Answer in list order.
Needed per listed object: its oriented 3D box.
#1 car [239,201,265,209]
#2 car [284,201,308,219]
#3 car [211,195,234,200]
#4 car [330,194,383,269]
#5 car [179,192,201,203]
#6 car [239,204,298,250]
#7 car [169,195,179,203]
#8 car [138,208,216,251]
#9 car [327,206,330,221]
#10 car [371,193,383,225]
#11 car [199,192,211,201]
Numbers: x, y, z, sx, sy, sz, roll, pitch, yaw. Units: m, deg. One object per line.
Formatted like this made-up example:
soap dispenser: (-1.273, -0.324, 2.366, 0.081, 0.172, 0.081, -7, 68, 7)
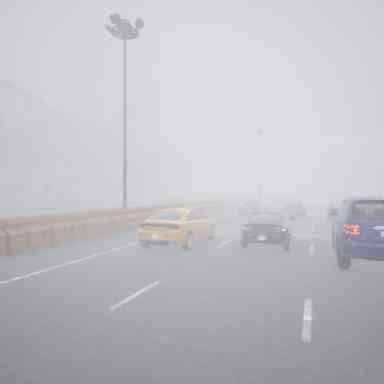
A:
car: (5.534, 1.449, 29.648, 1.994, 1.385, 4.181, 0, 0, 23)
car: (8.761, 1.457, 28.311, 1.994, 1.385, 4.181, 0, 0, 22)
car: (5.439, 1.268, 53.408, 1.882, 1.535, 5.008, 0, 0, 31)
car: (5.766, 1.176, 10.668, 2.150, 2.045, 5.566, 0, -1, 21)
car: (0.593, 0.984, 58.974, 2.150, 2.045, 5.566, 0, 1, 32)
car: (3.315, 1.471, 14.090, 1.812, 1.442, 4.674, 0, 0, 20)
car: (-2.331, 1.232, 60.843, 1.882, 1.535, 5.008, 0, 0, 32)
car: (-0.422, 1.420, 14.106, 1.882, 1.535, 5.008, 0, 0, 21)
car: (11.292, 1.508, 25.270, 1.895, 1.301, 4.718, 0, 0, 22)
car: (14.698, 1.138, 24.368, 2.150, 2.045, 5.566, 0, 1, 22)
car: (3.586, 1.278, 57.132, 1.837, 1.490, 4.892, 0, 0, 32)
